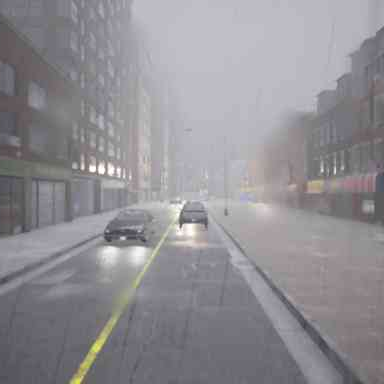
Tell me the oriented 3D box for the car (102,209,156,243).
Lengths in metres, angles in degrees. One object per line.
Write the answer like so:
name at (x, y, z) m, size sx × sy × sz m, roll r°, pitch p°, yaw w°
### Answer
car at (-2.854, 1.535, 16.413) m, size 2.033 × 1.411 × 5.357 m, roll 0°, pitch 0°, yaw 0°

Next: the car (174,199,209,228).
car at (0.097, 1.478, 22.244) m, size 2.128 × 1.511 × 4.902 m, roll 0°, pitch 0°, yaw 0°

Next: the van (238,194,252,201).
van at (13.733, 1.398, 84.414) m, size 3.998 × 1.788 × 1.690 m, roll 0°, pitch 0°, yaw 0°

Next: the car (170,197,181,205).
car at (-2.796, 1.588, 58.697) m, size 1.994 × 1.385 × 4.181 m, roll 0°, pitch 0°, yaw 1°
